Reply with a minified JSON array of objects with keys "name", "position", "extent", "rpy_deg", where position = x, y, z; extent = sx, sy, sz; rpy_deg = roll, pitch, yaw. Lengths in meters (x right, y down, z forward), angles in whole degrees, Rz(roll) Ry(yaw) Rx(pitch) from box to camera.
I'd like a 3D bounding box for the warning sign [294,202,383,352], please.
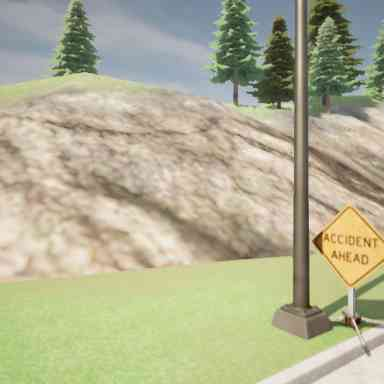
[{"name":"warning sign","position":[2.420,1.099,5.043],"extent":[1.060,1.860,1.300],"rpy_deg":[0,0,-36]}]
